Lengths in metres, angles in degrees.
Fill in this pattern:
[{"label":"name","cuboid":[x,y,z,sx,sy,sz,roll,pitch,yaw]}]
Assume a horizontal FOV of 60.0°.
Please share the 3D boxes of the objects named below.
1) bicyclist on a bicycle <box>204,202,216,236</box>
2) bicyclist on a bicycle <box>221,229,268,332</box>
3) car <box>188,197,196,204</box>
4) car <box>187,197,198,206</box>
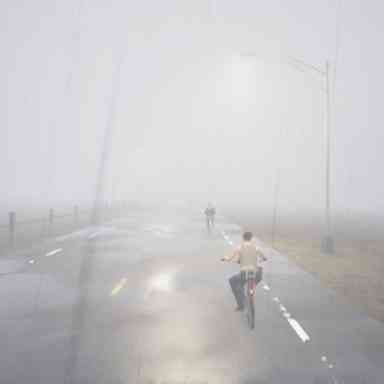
[{"label":"bicyclist on a bicycle","cuboid":[0.973,1.433,18.005,0.659,1.776,1.843,0,0,0]},{"label":"bicyclist on a bicycle","cuboid":[0.956,1.450,5.892,0.866,1.612,1.509,0,0,0]},{"label":"car","cuboid":[0.038,2.002,77.032,1.837,1.490,4.892,0,-1,0]},{"label":"car","cuboid":[0.106,1.879,62.079,2.128,1.511,4.902,1,-1,0]}]
